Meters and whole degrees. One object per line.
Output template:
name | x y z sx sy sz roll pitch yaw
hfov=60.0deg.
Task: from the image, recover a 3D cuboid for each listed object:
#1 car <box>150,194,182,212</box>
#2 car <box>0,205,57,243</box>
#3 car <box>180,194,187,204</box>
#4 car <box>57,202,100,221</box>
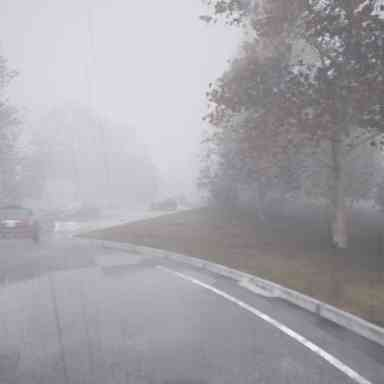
car | -3.121 1.373 37.709 1.882 1.535 5.008 -1 0 15
car | -8.275 1.422 16.411 2.097 1.767 4.553 -1 0 -14
car | -2.382 1.166 54.317 2.097 1.767 4.553 -1 0 16
car | -9.532 1.568 28.143 1.812 1.442 4.674 -1 0 15
